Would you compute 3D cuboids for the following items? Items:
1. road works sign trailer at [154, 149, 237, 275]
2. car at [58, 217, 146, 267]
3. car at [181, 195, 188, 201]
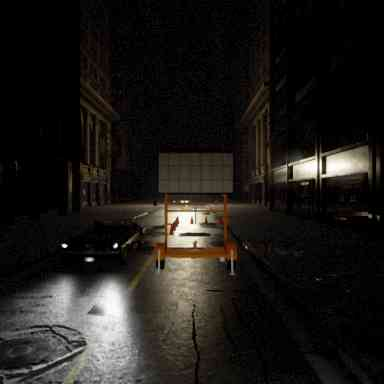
[{"bbox_3d":[0.114,0.466,10.413,2.380,3.560,2.880,0,0,1],"label":"road works sign trailer"},{"bbox_3d":[-2.873,1.603,11.590,1.895,1.301,4.718,0,0,1],"label":"car"},{"bbox_3d":[-1.919,1.556,90.003,2.128,1.511,4.902,0,0,1],"label":"car"}]
